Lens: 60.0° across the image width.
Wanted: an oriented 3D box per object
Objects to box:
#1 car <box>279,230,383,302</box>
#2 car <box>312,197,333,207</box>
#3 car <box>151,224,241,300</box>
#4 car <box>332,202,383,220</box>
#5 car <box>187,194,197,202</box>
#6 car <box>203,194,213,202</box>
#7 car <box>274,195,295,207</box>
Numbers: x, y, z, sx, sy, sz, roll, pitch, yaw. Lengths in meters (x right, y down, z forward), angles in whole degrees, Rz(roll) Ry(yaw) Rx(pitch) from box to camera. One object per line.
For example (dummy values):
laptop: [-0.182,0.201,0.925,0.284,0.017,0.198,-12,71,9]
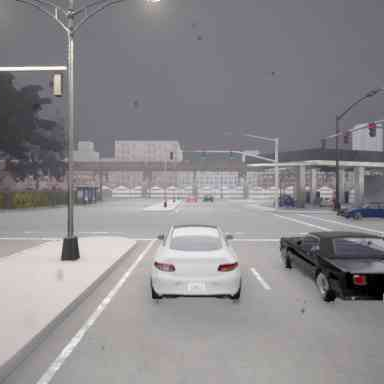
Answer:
car: [3.589,1.599,8.184,1.895,1.301,4.718,0,0,0]
car: [18.960,1.435,48.377,1.970,1.475,3.806,0,0,0]
car: [0.082,1.516,8.229,1.812,1.442,4.674,0,0,0]
car: [14.884,1.545,27.469,5.357,1.411,2.033,0,0,-1]
car: [0.006,1.250,72.260,2.097,1.767,4.553,0,0,0]
car: [3.506,1.257,72.261,2.097,1.767,4.553,0,0,0]
car: [13.215,1.262,47.615,2.242,1.667,4.611,0,0,0]
